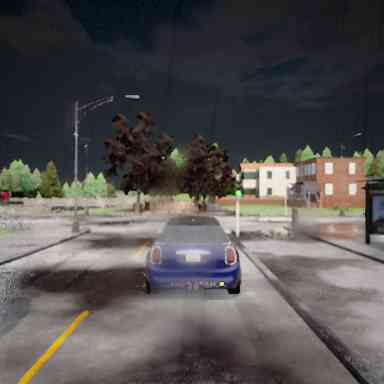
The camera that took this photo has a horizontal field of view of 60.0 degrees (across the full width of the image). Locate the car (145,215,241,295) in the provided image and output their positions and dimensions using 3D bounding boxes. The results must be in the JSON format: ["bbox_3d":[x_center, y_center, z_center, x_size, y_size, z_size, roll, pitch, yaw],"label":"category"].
[{"bbox_3d":[0.040,1.433,9.106,2.097,1.767,4.553,0,-1,0],"label":"car"}]

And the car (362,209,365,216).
[{"bbox_3d":[18.792,1.786,31.642,4.892,1.490,1.837,0,-1,0],"label":"car"}]
